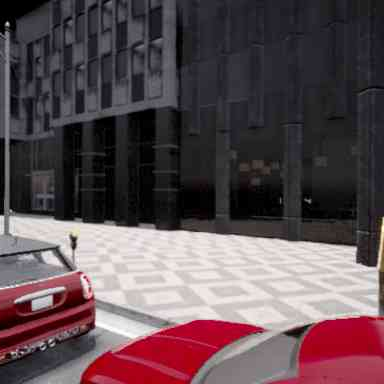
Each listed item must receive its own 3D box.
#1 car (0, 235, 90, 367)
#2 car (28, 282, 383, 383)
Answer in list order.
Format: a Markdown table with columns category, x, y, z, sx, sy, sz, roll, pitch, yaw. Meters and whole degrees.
| category | x | y | z | sx | sy | sz | roll | pitch | yaw |
| --- | --- | --- | --- | --- | --- | --- | --- | --- | --- |
| car | -3.464 | 1.411 | 5.315 | 4.097 | 1.590 | 1.967 | 0 | 0 | 35 |
| car | 1.127 | 1.544 | 2.042 | 4.507 | 1.381 | 1.887 | 0 | 0 | 35 |
